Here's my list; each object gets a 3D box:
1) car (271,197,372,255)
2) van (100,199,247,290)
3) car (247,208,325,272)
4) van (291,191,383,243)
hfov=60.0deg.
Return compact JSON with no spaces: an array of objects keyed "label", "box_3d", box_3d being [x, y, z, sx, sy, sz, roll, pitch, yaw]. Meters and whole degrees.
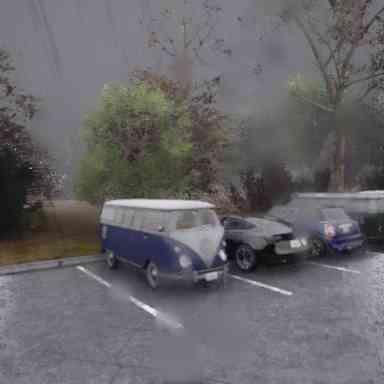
[{"label":"car","box_3d":[3.577,1.191,12.099,2.185,1.767,4.553,-1,1,-35]},{"label":"van","box_3d":[-0.872,1.192,8.822,1.878,1.987,4.442,-1,1,-35]},{"label":"car","box_3d":[1.347,1.396,10.586,2.163,1.488,4.792,-1,1,-36]},{"label":"van","box_3d":[5.889,1.037,13.929,1.878,1.987,4.442,-1,1,-35]}]
